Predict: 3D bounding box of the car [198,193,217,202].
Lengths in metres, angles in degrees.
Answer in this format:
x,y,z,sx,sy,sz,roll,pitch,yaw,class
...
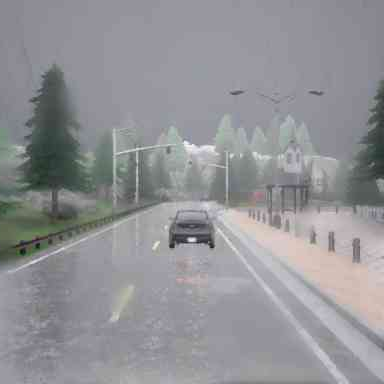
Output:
x,y,z,sx,sy,sz,roll,pitch,yaw,class
4.031,1.336,78.055,2.097,1.767,4.553,0,0,35,car

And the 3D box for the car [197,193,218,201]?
x,y,z,sx,sy,sz,roll,pitch,yaw,class
4.020,1.223,83.723,2.150,2.045,5.566,0,0,42,car

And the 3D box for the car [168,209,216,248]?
x,y,z,sx,sy,sz,roll,pitch,yaw,class
0.000,1.514,14.650,1.837,1.490,4.892,0,0,0,car
